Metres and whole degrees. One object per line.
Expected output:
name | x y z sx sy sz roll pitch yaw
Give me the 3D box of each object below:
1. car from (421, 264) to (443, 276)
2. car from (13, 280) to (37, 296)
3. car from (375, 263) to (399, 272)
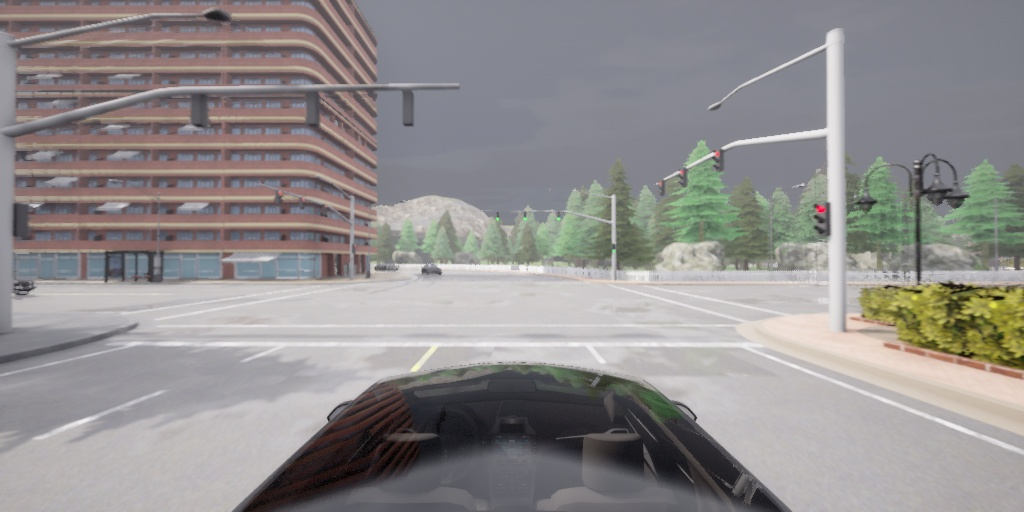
car | -10.163 1.755 45.156 2.033 1.411 5.357 0 -1 -24
car | -28.833 1.589 19.188 4.718 1.301 1.895 0 -1 0
car | -20.398 1.840 58.500 4.902 1.511 2.128 0 -1 39
